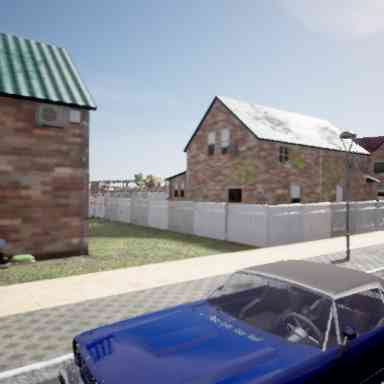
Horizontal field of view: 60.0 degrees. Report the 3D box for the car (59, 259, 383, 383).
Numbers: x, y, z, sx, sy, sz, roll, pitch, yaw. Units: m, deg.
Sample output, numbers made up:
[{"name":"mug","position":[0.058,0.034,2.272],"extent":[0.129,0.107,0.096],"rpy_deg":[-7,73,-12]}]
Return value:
[{"name":"car","position":[1.076,1.590,3.841],"extent":[4.718,1.301,1.895],"rpy_deg":[0,0,-36]}]
